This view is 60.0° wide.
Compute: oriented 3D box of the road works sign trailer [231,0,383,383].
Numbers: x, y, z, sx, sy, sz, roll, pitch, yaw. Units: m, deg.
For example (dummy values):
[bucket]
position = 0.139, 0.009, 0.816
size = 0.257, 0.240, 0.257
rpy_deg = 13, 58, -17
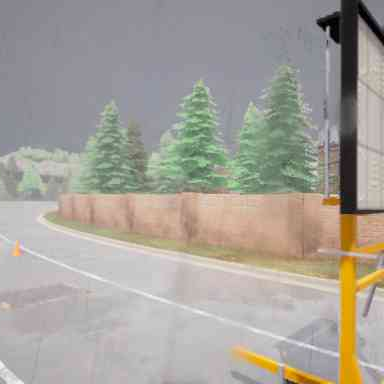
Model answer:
[road works sign trailer]
position = 1.552, 0.571, 2.982
size = 2.880, 3.560, 2.380
rpy_deg = 0, -2, 44

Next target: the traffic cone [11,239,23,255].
[traffic cone]
position = -6.847, 2.151, 13.005
size = 0.340, 0.580, 0.340
rpy_deg = 0, -2, 44
